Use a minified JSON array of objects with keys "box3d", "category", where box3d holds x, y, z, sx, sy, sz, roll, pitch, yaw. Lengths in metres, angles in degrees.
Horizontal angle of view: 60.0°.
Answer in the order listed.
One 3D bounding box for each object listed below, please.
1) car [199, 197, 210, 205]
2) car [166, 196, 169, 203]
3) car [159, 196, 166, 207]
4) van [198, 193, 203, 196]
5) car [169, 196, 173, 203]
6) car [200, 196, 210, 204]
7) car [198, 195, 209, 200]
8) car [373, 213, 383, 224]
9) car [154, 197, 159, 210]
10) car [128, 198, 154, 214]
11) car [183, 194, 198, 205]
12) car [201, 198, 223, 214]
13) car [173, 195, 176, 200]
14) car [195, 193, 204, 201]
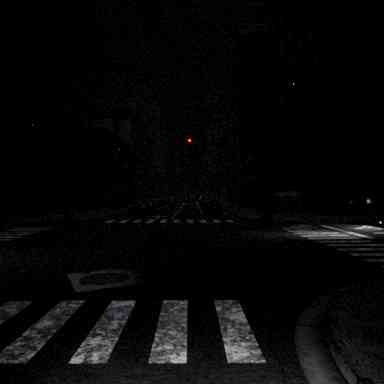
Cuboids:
[{"box3d":[2.361,1.647,63.731,2.008,1.369,4.403,0,0,0],"category":"car"},{"box3d":[-5.670,1.634,58.229,2.008,1.369,4.403,0,0,0],"category":"car"},{"box3d":[-5.676,1.653,52.718,1.802,1.307,4.206,0,0,0],"category":"car"},{"box3d":[2.355,1.424,58.221,1.690,1.788,3.998,0,0,0],"category":"van"},{"box3d":[-5.658,1.552,69.250,1.967,1.590,4.097,0,0,0],"category":"car"},{"box3d":[2.343,1.641,47.199,1.802,1.307,4.206,0,0,0],"category":"car"},{"box3d":[2.349,1.637,52.710,1.947,1.339,4.313,0,0,0],"category":"car"},{"box3d":[14.349,1.494,20.715,5.357,1.411,2.033,0,0,-2],"category":"car"},{"box3d":[-5.688,1.489,41.697,1.967,1.590,4.097,0,0,0],"category":"car"},{"box3d":[-5.694,1.480,36.186,1.967,1.590,4.097,0,0,0],"category":"car"},{"box3d":[-0.276,1.601,63.326,1.837,1.490,4.892,0,0,0],"category":"car"},{"box3d":[2.331,1.606,36.177,1.947,1.339,4.313,0,0,0],"category":"car"},{"box3d":[-5.646,1.694,80.272,2.008,1.369,4.403,0,0,0],"category":"car"},{"box3d":[2.022,1.401,90.176,2.150,2.045,5.566,0,0,0],"category":"car"}]
